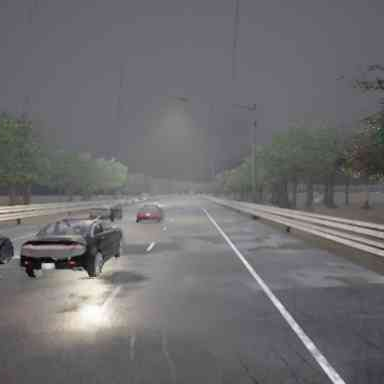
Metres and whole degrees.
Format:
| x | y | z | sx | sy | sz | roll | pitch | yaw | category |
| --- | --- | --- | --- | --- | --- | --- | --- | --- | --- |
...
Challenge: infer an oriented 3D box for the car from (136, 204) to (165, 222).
| x | y | z | sx | sy | sz | roll | pitch | yaw | category |
| --- | --- | --- | --- | --- | --- | --- | --- | --- | --- |
| -3.400 | 1.725 | 27.838 | 1.994 | 1.385 | 4.181 | 0 | 0 | 0 | car |

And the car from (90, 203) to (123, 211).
| x | y | z | sx | sy | sz | roll | pitch | yaw | category |
| --- | --- | --- | --- | --- | --- | --- | --- | --- | --- |
| -6.903 | 1.649 | 27.188 | 2.128 | 1.511 | 4.902 | 0 | 0 | 0 | car |

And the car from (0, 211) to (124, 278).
| x | y | z | sx | sy | sz | roll | pitch | yaw | category |
| --- | --- | --- | --- | --- | --- | --- | --- | --- | --- |
| -3.399 | 1.551 | 10.289 | 2.128 | 1.511 | 4.902 | 0 | 0 | 0 | car |
